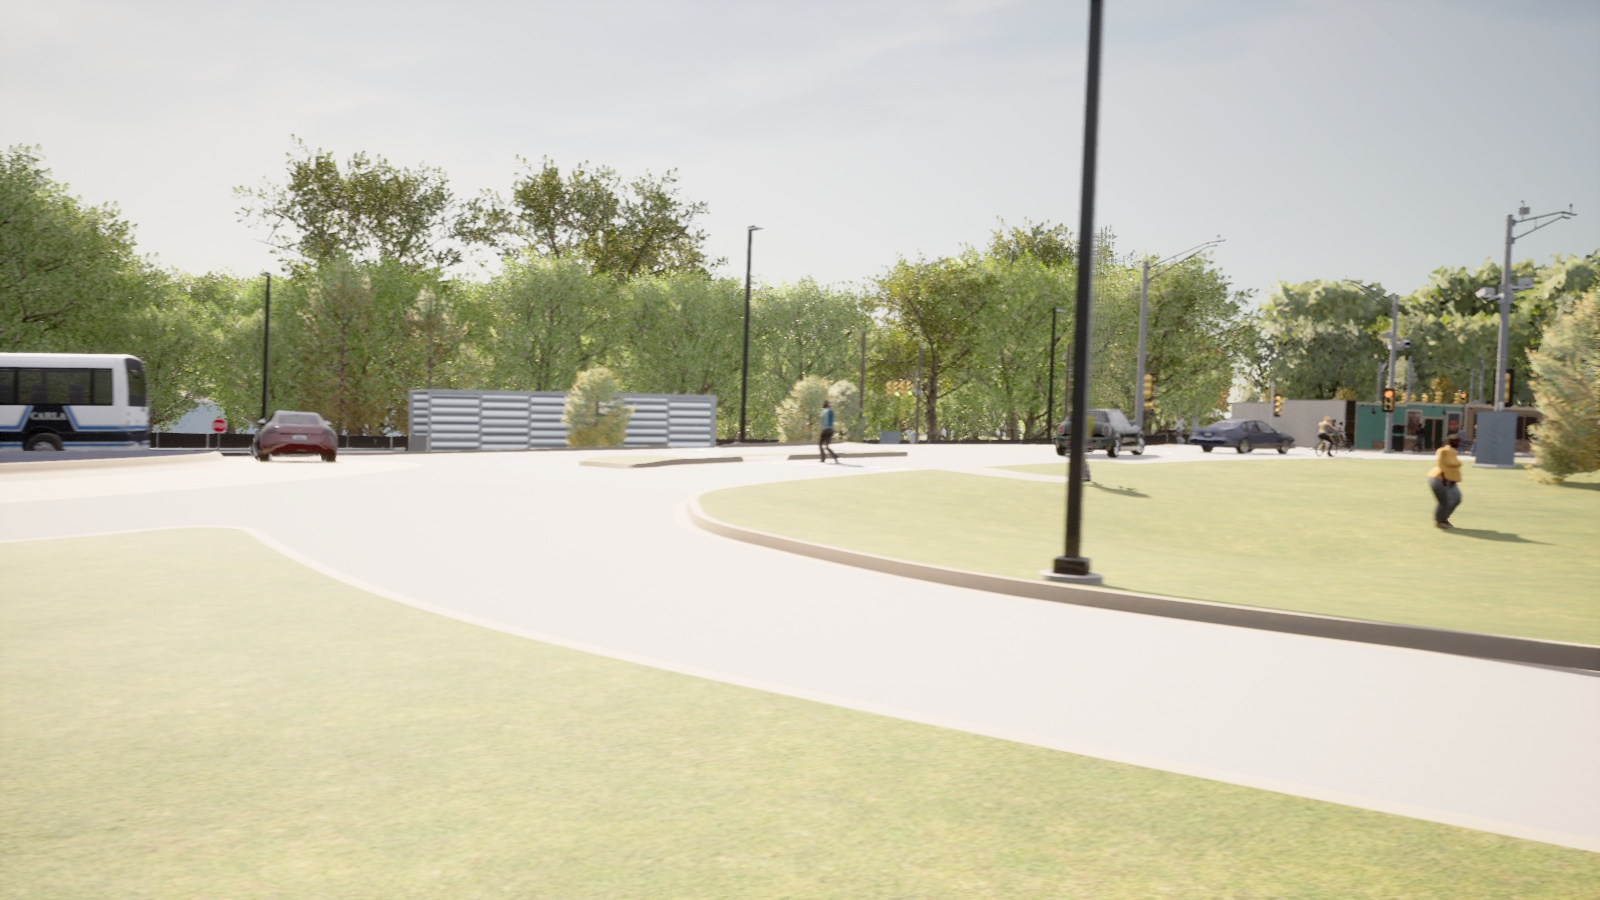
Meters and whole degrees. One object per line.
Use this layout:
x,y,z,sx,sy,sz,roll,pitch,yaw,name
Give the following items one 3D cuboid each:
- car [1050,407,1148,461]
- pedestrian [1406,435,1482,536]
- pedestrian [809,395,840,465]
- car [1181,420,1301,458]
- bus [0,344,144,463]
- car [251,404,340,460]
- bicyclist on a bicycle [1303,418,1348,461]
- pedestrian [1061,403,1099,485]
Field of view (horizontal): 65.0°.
10.695,-0.611,44.649,2.097,1.767,4.553,3,3,30,car
12.279,0.667,23.942,0.874,1.855,0.900,2,1,-36,pedestrian
0.672,-0.562,34.924,0.692,1.930,0.396,4,2,44,pedestrian
18.081,-0.443,51.342,5.357,1.411,2.033,1,2,-38,car
-30.622,-1.726,46.792,10.273,4.253,3.944,0,1,-14,bus
-13.956,-0.486,34.613,1.994,1.385,4.181,2,0,-25,car
20.629,-0.401,49.301,1.509,1.612,0.866,1,2,-36,bicyclist on a bicycle
6.462,-0.143,29.015,0.354,1.836,0.706,2,2,-40,pedestrian
